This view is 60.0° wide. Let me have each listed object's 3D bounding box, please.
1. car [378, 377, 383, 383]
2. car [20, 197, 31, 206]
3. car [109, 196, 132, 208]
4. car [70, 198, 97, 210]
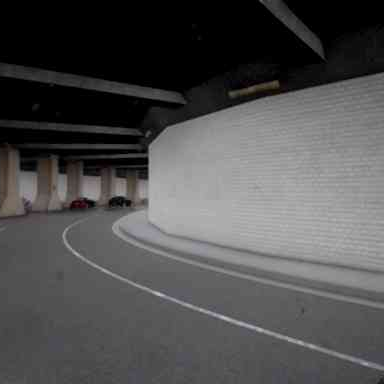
[{"bbox_3d":[3.669,1.566,1.180,5.357,1.411,2.033,0,0,32],"label":"car"},{"bbox_3d":[-23.665,1.257,44.366,1.895,1.301,4.718,0,0,7],"label":"car"},{"bbox_3d":[-9.365,1.307,43.901,1.882,1.535,5.008,0,-1,7],"label":"car"},{"bbox_3d":[-13.222,1.377,40.612,1.994,1.385,4.181,0,0,5],"label":"car"}]
